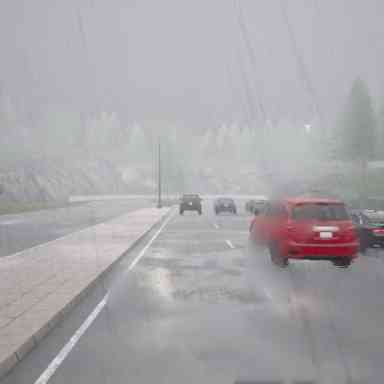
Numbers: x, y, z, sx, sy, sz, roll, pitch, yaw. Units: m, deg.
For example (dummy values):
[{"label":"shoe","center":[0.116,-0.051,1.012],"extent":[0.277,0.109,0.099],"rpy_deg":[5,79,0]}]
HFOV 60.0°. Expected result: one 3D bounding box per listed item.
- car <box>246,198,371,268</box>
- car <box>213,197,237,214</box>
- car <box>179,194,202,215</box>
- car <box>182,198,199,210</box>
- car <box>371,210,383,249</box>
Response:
[{"label":"car","center":[3.517,1.221,11.446],"extent":[2.150,2.045,5.566],"rpy_deg":[0,0,0]},{"label":"car","center":[3.367,1.353,34.868],"extent":[2.097,1.767,4.553],"rpy_deg":[0,0,0]},{"label":"car","center":[-0.134,1.221,34.265],"extent":[2.150,2.045,5.566],"rpy_deg":[0,0,0]},{"label":"car","center":[-0.186,1.547,44.463],"extent":[2.033,1.411,5.357],"rpy_deg":[0,0,0]},{"label":"car","center":[7.003,1.505,13.713],"extent":[1.837,1.490,4.892],"rpy_deg":[0,0,0]}]
